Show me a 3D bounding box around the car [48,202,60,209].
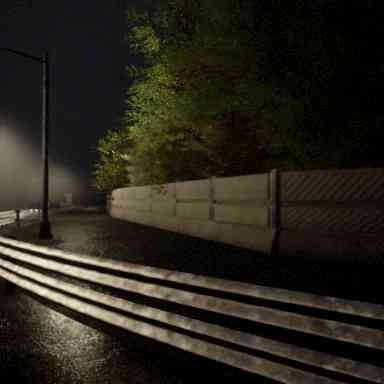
[{"bbox_3d":[-27.654,2.739,66.767,2.033,1.411,5.357,0,-1,-15],"label":"car"}]

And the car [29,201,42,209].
[{"bbox_3d":[-31.198,2.602,66.462,2.128,1.511,4.902,0,-1,-15],"label":"car"}]
